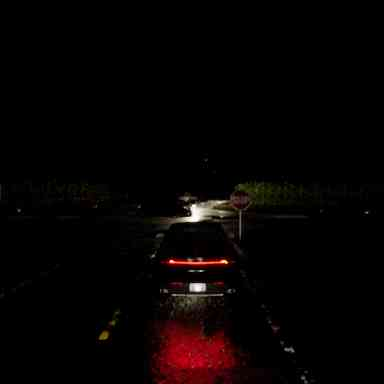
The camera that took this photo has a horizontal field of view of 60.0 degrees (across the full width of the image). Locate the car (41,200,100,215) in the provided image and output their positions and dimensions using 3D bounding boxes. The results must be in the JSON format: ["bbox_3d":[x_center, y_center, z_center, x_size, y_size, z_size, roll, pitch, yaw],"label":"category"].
[{"bbox_3d":[-11.914,1.467,32.818,5.357,1.411,2.033,0,0,3],"label":"car"}]

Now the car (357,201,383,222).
[{"bbox_3d":[16.185,1.660,26.926,4.181,1.385,1.994,0,0,4],"label":"car"}]

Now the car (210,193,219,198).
[{"bbox_3d":[5.615,1.020,85.383,2.097,1.767,4.553,0,0,16],"label":"car"}]

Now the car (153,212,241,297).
[{"bbox_3d":[0.096,1.501,8.533,1.837,1.490,4.892,0,0,0],"label":"car"}]

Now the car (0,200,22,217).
[{"bbox_3d":[-17.597,1.365,29.375,4.902,1.511,2.128,0,0,4],"label":"car"}]

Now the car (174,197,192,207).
[{"bbox_3d":[-1.289,1.488,51.445,2.128,1.511,4.902,0,0,7],"label":"car"}]

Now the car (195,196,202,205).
[{"bbox_3d":[0.044,1.603,61.045,1.895,1.301,4.718,0,0,10],"label":"car"}]

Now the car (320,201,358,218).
[{"bbox_3d":[14.486,1.585,30.910,4.902,1.511,2.128,0,0,5],"label":"car"}]

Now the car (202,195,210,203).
[{"bbox_3d":[1.879,1.567,70.667,1.994,1.385,4.181,0,0,12],"label":"car"}]

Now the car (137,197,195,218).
[{"bbox_3d":[-2.305,1.329,28.503,4.553,1.767,2.097,1,0,4],"label":"car"}]
